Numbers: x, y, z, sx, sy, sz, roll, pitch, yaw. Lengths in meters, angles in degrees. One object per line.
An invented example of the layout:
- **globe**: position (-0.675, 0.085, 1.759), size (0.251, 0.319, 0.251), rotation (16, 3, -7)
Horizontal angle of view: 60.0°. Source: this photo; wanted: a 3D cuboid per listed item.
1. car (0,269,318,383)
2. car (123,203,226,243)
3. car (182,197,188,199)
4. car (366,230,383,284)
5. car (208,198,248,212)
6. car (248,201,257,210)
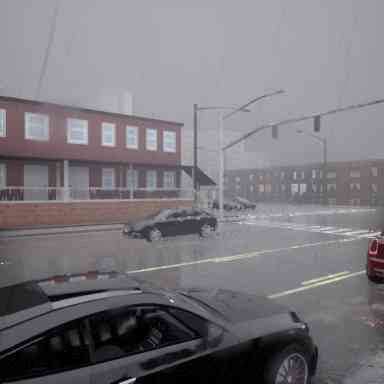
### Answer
- **car**: position (-0.770, 1.526, 3.205), size (4.674, 1.442, 1.812), rotation (0, 0, -35)
- **car**: position (-0.951, 1.505, 16.207), size (4.892, 1.490, 1.837), rotation (0, 0, -35)
- **car**: position (-0.867, 1.526, 51.365), size (1.812, 1.442, 4.674), rotation (0, 0, -36)
- **car**: position (6.428, 1.352, 8.392), size (4.553, 1.767, 2.097), rotation (0, 0, -35)
- **car**: position (3.791, 1.491, 38.834), size (2.128, 1.511, 4.902), rotation (0, 0, -36)
- **car**: position (5.981, 1.505, 41.790), size (1.837, 1.490, 4.892), rotation (0, 0, -36)
